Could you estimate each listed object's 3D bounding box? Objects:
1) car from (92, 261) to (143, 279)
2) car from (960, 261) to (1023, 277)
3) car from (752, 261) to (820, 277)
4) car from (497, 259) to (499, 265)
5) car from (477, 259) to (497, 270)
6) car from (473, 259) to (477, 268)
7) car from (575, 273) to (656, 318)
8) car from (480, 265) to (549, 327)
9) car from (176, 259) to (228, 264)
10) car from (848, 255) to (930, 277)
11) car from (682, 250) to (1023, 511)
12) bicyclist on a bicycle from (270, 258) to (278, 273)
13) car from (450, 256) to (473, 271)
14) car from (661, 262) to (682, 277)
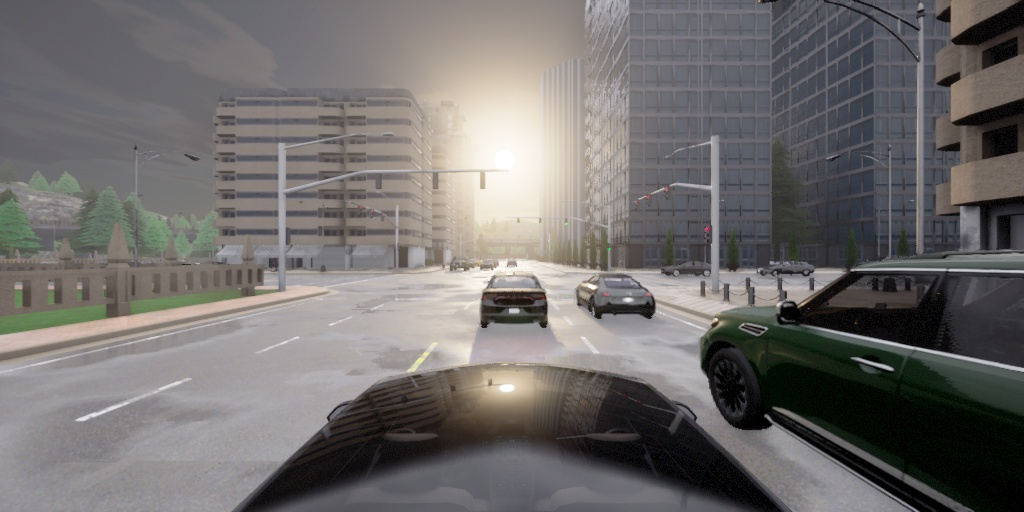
[{"bbox_3d":[-32.974,1.311,29.163,4.718,1.301,1.895,0,0,15],"label":"car"},{"bbox_3d":[46.513,1.238,34.445,4.674,1.442,1.812,0,0,1],"label":"car"},{"bbox_3d":[26.296,1.204,34.564,4.902,1.511,2.128,0,0,0],"label":"car"},{"bbox_3d":[-3.649,1.275,62.250,2.128,1.511,4.902,0,0,0],"label":"car"},{"bbox_3d":[-3.663,1.283,52.910,1.837,1.490,4.892,0,0,0],"label":"car"},{"bbox_3d":[-7.160,1.287,59.240,1.837,1.490,4.892,0,0,0],"label":"car"},{"bbox_3d":[3.575,1.321,13.051,1.994,1.385,4.181,0,0,0],"label":"car"},{"bbox_3d":[0.064,1.233,11.598,1.882,1.535,5.008,0,0,0],"label":"car"},{"bbox_3d":[-22.945,1.214,27.850,4.892,1.490,1.837,0,0,3],"label":"car"},{"bbox_3d":[36.174,0.934,34.519,5.566,2.045,2.150,0,0,0],"label":"car"},{"bbox_3d":[3.600,0.973,2.446,2.150,2.045,5.566,0,0,0],"label":"car"},{"bbox_3d":[-26.132,1.016,39.738,0.582,1.620,1.656,0,0,7],"label":"bicyclist on a bicycle"},{"bbox_3d":[-7.161,0.999,49.537,2.150,2.045,5.566,0,0,0],"label":"car"},{"bbox_3d":[16.933,1.217,34.610,4.892,1.490,1.837,0,0,0],"label":"car"}]
